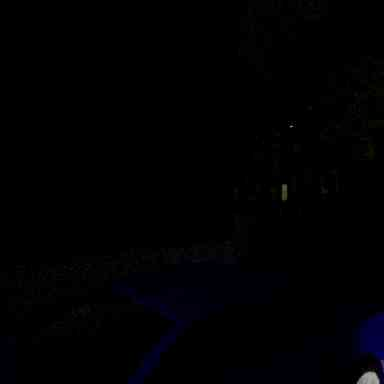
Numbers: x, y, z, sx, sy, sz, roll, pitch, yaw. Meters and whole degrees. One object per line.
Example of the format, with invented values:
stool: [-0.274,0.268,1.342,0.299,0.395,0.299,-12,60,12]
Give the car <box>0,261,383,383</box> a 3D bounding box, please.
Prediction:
car: [-0.144,1.478,2.938,5.008,1.535,1.882,0,0,-35]
